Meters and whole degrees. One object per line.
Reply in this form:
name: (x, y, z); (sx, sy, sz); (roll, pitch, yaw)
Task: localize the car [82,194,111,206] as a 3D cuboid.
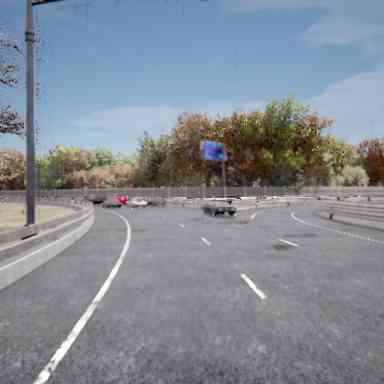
car: (-15.951, 1.299, 55.502); (2.150, 2.045, 5.566); (0, 0, -34)

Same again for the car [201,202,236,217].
car: (2.400, 1.583, 31.273); (1.895, 1.301, 4.718); (0, 0, -17)

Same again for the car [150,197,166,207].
car: (-5.647, 1.514, 51.555); (2.128, 1.511, 4.902); (0, 0, -27)

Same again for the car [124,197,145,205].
car: (-10.394, 1.573, 59.813); (1.812, 1.442, 4.674); (0, 0, -34)

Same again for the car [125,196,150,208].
car: (-8.252, 1.638, 48.943); (1.895, 1.301, 4.718); (0, 0, -27)

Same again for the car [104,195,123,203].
car: (-16.029, 1.391, 68.028); (1.837, 1.490, 4.892); (0, 0, -40)

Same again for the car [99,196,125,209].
car: (-11.484, 1.619, 47.590); (1.994, 1.385, 4.181); (0, 0, -27)

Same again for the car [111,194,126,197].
car: (-13.004, 1.283, 57.392); (2.150, 2.045, 5.566); (0, 0, -34)

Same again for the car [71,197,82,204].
car: (-21.622, 1.647, 63.821); (1.994, 1.385, 4.181); (0, 0, -40)
